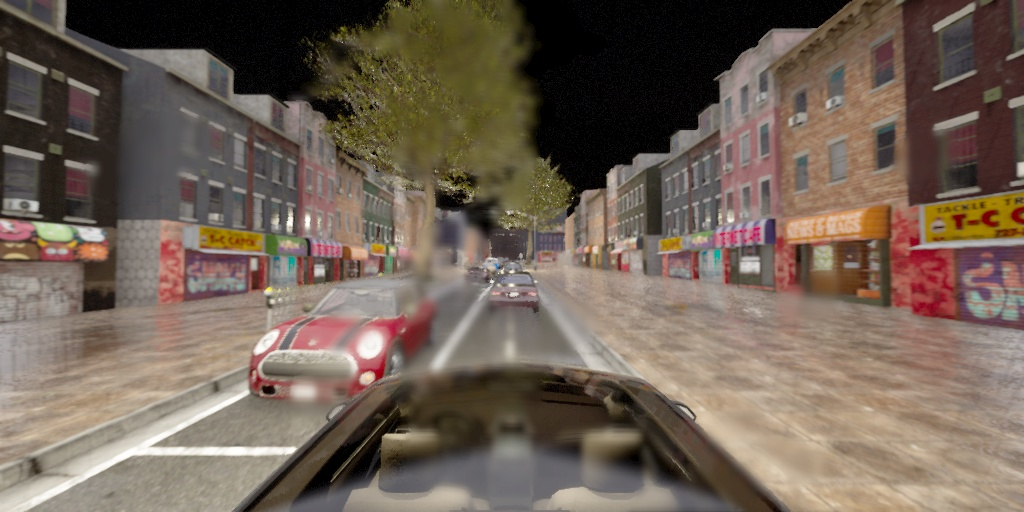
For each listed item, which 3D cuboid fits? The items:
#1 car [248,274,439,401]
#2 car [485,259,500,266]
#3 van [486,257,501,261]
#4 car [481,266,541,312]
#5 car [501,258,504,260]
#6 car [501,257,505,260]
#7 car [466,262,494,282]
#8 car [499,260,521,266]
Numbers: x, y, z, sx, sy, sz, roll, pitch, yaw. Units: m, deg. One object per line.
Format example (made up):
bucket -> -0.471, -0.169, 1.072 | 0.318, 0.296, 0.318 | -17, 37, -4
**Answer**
car -> -2.636, 1.194, 6.531 | 1.967, 1.591, 4.097 | 0, 0, 0
car -> -2.631, 1.325, 39.571 | 1.751, 1.417, 4.829 | 0, 0, 0
van -> -2.630, 1.152, 45.275 | 1.690, 1.789, 3.998 | 0, 0, 0
car -> 0.102, 1.308, 14.230 | 2.033, 1.411, 5.357 | 0, 0, 0
car -> -2.628, 1.403, 56.346 | 1.948, 1.339, 4.313 | 0, 0, 0
car -> -2.627, 1.376, 61.711 | 1.751, 1.417, 4.829 | 0, 0, 0
car -> -2.632, 1.362, 28.671 | 1.802, 1.307, 4.207 | 0, 0, 0
car -> 0.106, 1.338, 34.769 | 2.033, 1.411, 5.357 | 0, 0, 0
